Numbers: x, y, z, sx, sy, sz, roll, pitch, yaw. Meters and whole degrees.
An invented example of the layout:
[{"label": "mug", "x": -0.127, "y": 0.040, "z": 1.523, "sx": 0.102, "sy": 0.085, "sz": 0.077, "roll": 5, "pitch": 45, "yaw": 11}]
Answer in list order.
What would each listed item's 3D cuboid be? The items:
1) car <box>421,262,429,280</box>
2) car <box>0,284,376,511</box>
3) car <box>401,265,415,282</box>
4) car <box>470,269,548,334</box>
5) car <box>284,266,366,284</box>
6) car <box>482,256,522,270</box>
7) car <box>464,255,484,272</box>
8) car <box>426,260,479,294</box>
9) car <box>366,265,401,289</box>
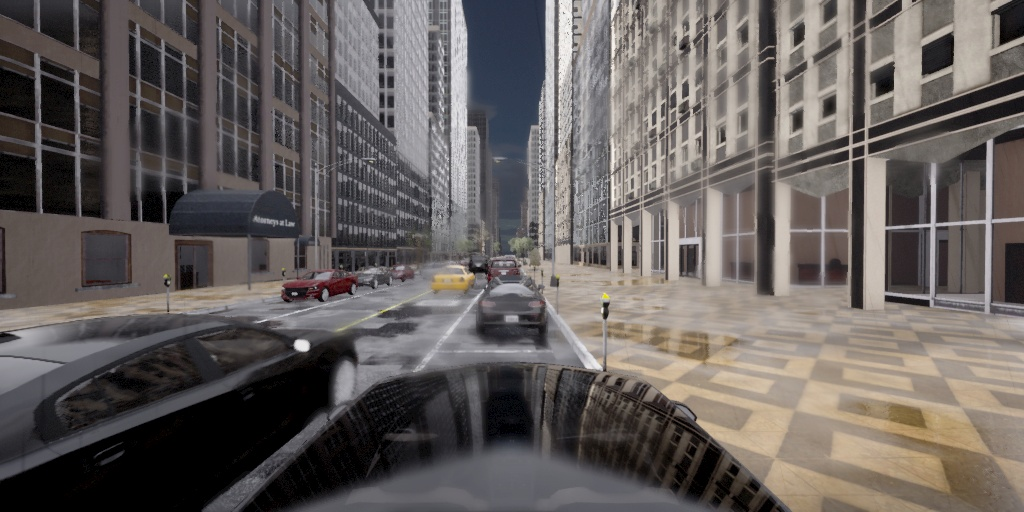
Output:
[{"label": "car", "x": -6.244, "y": 1.345, "z": 30.511, "sx": 1.895, "sy": 1.301, "sz": 4.718, "roll": 0, "pitch": 0, "yaw": 0}, {"label": "car", "x": -3.053, "y": 1.227, "z": 2.967, "sx": 1.882, "sy": 1.535, "sz": 5.008, "roll": 0, "pitch": 0, "yaw": 0}, {"label": "car", "x": -8.837, "y": 1.327, "z": 28.206, "sx": 1.802, "sy": 1.307, "sz": 4.207, "roll": 0, "pitch": 0, "yaw": 0}, {"label": "car", "x": 0.003, "y": 1.274, "z": 10.501, "sx": 1.812, "sy": 1.442, "sz": 4.674, "roll": 0, "pitch": 0, "yaw": 0}, {"label": "car", "x": -8.837, "y": 1.292, "z": 16.839, "sx": 1.888, "sy": 1.381, "sz": 4.507, "roll": 0, "pitch": 0, "yaw": 0}, {"label": "car", "x": -0.457, "y": 1.061, "z": 22.523, "sx": 2.192, "sy": 1.841, "sz": 5.009, "roll": 0, "pitch": 0, "yaw": 0}, {"label": "car", "x": -3.048, "y": 0.965, "z": 35.252, "sx": 2.150, "sy": 2.045, "sz": 5.566, "roll": 0, "pitch": 0, "yaw": 0}, {"label": "car", "x": -3.147, "y": 1.203, "z": 20.085, "sx": 1.801, "sy": 1.575, "sz": 5.366, "roll": 0, "pitch": 0, "yaw": 0}, {"label": "car", "x": -8.838, "y": 1.297, "z": 22.523, "sx": 2.007, "sy": 1.370, "sz": 4.403, "roll": 0, "pitch": 0, "yaw": 0}]
